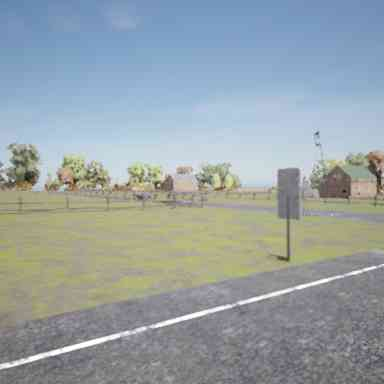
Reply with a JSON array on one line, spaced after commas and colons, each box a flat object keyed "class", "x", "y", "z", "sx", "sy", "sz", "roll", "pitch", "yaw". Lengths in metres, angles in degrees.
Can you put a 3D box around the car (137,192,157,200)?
[{"class": "car", "x": -7.842, "y": 0.718, "z": 57.397, "sx": 1.812, "sy": 1.442, "sz": 4.674, "roll": -1, "pitch": 1, "yaw": -34}]
